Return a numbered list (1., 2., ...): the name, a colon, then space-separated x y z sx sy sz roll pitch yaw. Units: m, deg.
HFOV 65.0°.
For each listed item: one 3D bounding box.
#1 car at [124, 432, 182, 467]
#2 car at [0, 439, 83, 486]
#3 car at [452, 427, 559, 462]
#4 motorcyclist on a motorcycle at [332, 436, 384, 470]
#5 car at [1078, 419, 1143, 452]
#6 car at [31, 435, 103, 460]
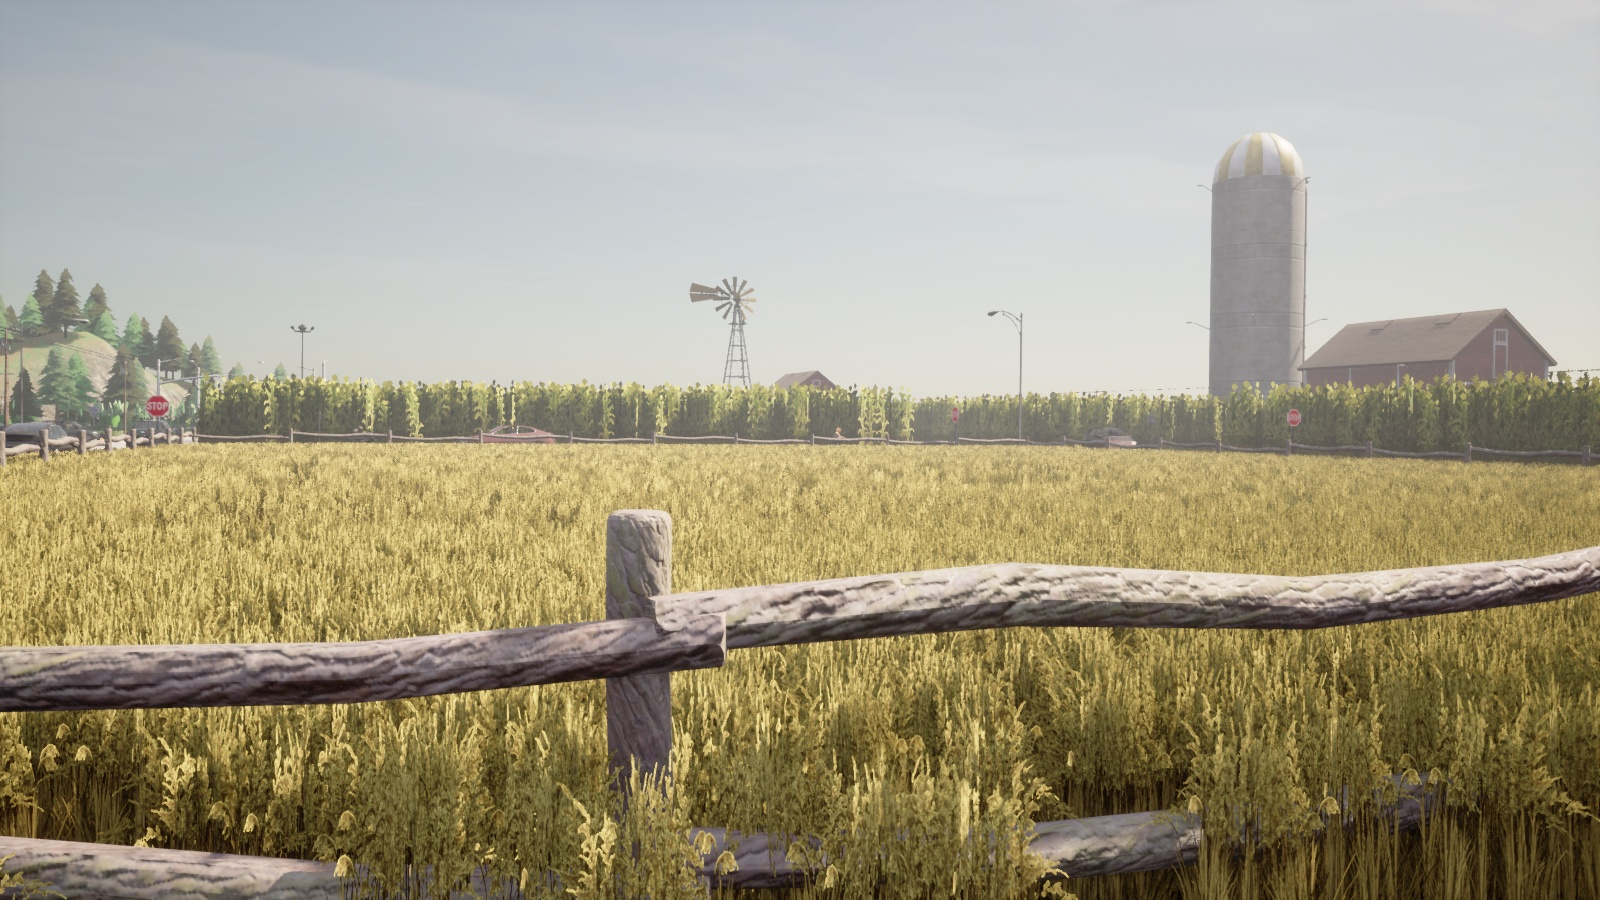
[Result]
1. car: -34.752 -0.067 67.534 2.097 1.767 4.553 -1 1 -19
2. car: -26.549 0.380 43.702 1.837 1.490 4.892 -1 1 -19
3. car: -14.786 -0.292 63.064 5.027 1.651 2.152 -1 1 -19
4. motorcyclist on a motorcycle: -20.355 0.112 57.843 2.191 1.530 0.866 -1 1 -20
5. car: 15.778 -0.751 63.961 1.851 1.617 3.988 -1 1 -8
6. car: -48.927 -0.161 83.904 3.988 1.617 1.851 -1 1 -24
